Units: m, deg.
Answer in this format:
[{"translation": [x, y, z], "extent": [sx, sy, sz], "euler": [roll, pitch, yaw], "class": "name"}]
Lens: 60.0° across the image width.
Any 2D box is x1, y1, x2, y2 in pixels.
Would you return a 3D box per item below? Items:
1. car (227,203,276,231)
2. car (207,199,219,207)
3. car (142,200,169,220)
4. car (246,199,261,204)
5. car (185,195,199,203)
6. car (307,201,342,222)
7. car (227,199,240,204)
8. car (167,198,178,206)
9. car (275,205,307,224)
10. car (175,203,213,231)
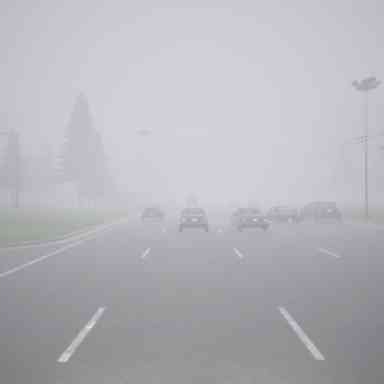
[{"translation": [3.605, 1.673, 21.514], "extent": [2.033, 1.411, 5.357], "euler": [0, 0, 0], "class": "car"}, {"translation": [3.513, 1.858, 56.987], "extent": [1.812, 1.442, 4.674], "euler": [0, 0, 0], "class": "car"}, {"translation": [-3.393, 1.701, 30.016], "extent": [1.812, 1.442, 4.674], "euler": [0, 0, 0], "class": "car"}, {"translation": [10.513, 1.936, 57.478], "extent": [1.895, 1.301, 4.718], "euler": [0, 0, 0], "class": "car"}, {"translation": [0.013, 1.551, 56.602], "extent": [2.150, 2.045, 5.566], "euler": [0, 0, 0], "class": "car"}, {"translation": [10.607, 1.513, 27.802], "extent": [2.097, 1.767, 4.553], "euler": [0, 0, 0], "class": "car"}, {"translation": [7.013, 1.874, 56.152], "extent": [2.033, 1.411, 5.357], "euler": [0, 0, 0], "class": "car"}, {"translation": [-3.486, 1.808, 56.752], "extent": [1.882, 1.535, 5.008], "euler": [0, 0, 0], "class": "car"}, {"translation": [7.105, 1.754, 26.237], "extent": [1.895, 1.301, 4.718], "euler": [0, 0, 0], "class": "car"}, {"translation": [0.105, 1.673, 21.516], "extent": [2.033, 1.411, 5.357], "euler": [0, 0, 0], "class": "car"}]
